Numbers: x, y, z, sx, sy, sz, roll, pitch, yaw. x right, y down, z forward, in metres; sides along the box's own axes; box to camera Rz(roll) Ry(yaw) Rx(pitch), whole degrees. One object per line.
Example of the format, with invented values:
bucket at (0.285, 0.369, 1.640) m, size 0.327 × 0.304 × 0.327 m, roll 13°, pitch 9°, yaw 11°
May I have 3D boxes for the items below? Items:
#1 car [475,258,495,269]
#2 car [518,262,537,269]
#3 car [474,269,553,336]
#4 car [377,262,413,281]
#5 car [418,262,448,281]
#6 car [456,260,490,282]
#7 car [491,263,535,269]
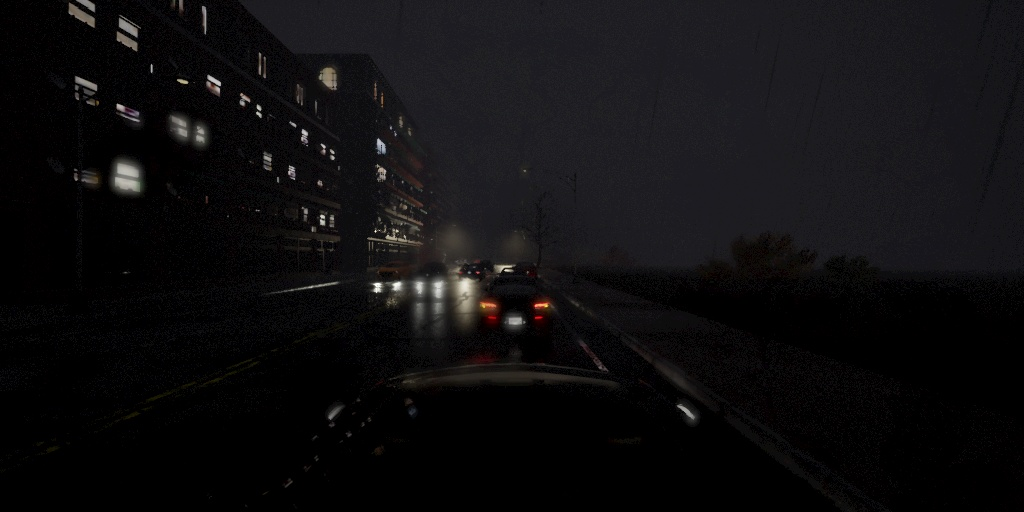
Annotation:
car at (-3.250, 1.258, 44.775) m, size 1.837 × 1.490 × 4.892 m, roll 0°, pitch 0°, yaw 0°
car at (1.071, 1.232, 29.935) m, size 1.882 × 1.535 × 5.008 m, roll 0°, pitch 0°, yaw 0°
car at (0.072, 1.277, 10.239) m, size 1.812 × 1.442 × 4.674 m, roll 0°, pitch 0°, yaw 0°
car at (-9.919, 1.231, 30.705) m, size 1.882 × 1.535 × 5.008 m, roll 0°, pitch 0°, yaw 0°
car at (-6.669, 1.258, 30.628) m, size 1.837 × 1.490 × 4.892 m, roll 0°, pitch 0°, yaw 0°
car at (-3.214, 1.301, 29.461) m, size 2.033 × 1.411 × 5.357 m, roll 0°, pitch 0°, yaw 0°
car at (0.057, 1.317, 20.407) m, size 1.994 × 1.385 × 4.181 m, roll 0°, pitch 0°, yaw 0°
